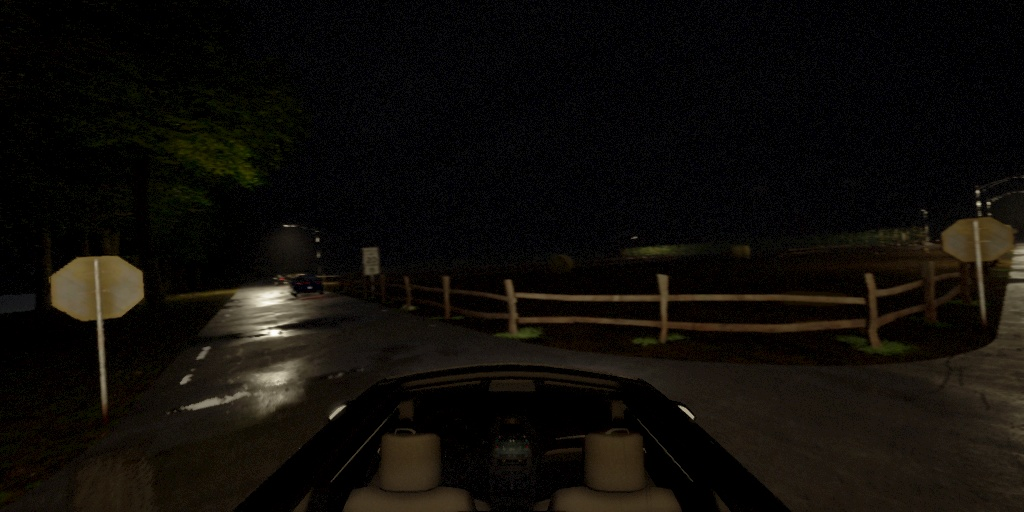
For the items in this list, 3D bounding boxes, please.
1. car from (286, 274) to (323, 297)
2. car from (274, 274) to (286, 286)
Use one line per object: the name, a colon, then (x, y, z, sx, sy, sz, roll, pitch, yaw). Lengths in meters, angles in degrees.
car: (-15.843, 2.197, 27.501, 1.882, 1.535, 5.008, -4, 0, -36)
car: (-30.629, 3.225, 48.187, 1.837, 1.490, 4.892, -4, 0, -36)
